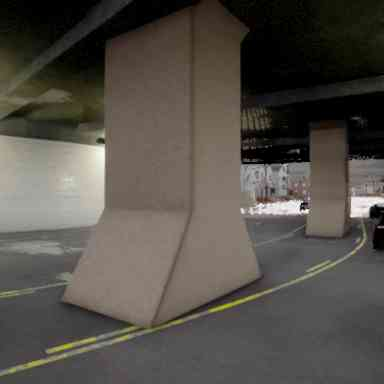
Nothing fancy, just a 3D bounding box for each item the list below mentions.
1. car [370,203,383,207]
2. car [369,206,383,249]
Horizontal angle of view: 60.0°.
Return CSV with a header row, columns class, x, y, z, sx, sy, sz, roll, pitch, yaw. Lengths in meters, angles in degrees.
class,x,y,z,sx,sy,sz,roll,pitch,yaw
car,18.337,1.775,32.166,1.994,1.385,4.181,0,0,27
car,9.064,1.589,14.563,2.128,1.511,4.902,0,0,32
